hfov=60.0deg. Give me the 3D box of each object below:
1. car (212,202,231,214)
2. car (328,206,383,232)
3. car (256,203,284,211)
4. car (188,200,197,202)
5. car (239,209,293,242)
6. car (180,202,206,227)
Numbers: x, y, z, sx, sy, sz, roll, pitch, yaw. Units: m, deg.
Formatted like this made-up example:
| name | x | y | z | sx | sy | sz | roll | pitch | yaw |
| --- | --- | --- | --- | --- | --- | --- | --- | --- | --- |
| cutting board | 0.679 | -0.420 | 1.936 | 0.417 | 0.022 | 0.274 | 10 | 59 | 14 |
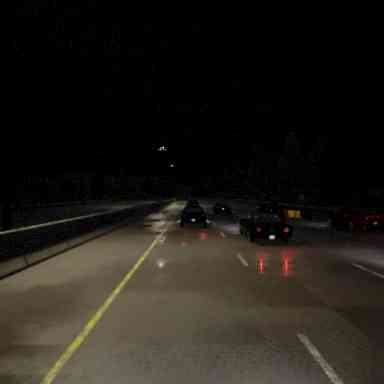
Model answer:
| name | x | y | z | sx | sy | sz | roll | pitch | yaw |
| --- | --- | --- | --- | --- | --- | --- | --- | --- | --- |
| car | 3.589 | 1.922 | 40.401 | 1.994 | 1.385 | 4.181 | 0 | 0 | 0 |
| car | 10.594 | 1.671 | 21.682 | 1.882 | 1.535 | 5.008 | 0 | 0 | 0 |
| car | 7.092 | 1.776 | 30.397 | 1.837 | 1.490 | 4.892 | 0 | 0 | 0 |
| car | 0.086 | 1.929 | 47.853 | 1.837 | 1.490 | 4.892 | 0 | 0 | 0 |
| car | 3.594 | 1.754 | 17.150 | 1.895 | 1.301 | 4.718 | 0 | 0 | 0 |
| car | 0.094 | 1.746 | 24.889 | 1.812 | 1.442 | 4.674 | 0 | 0 | 0 |
